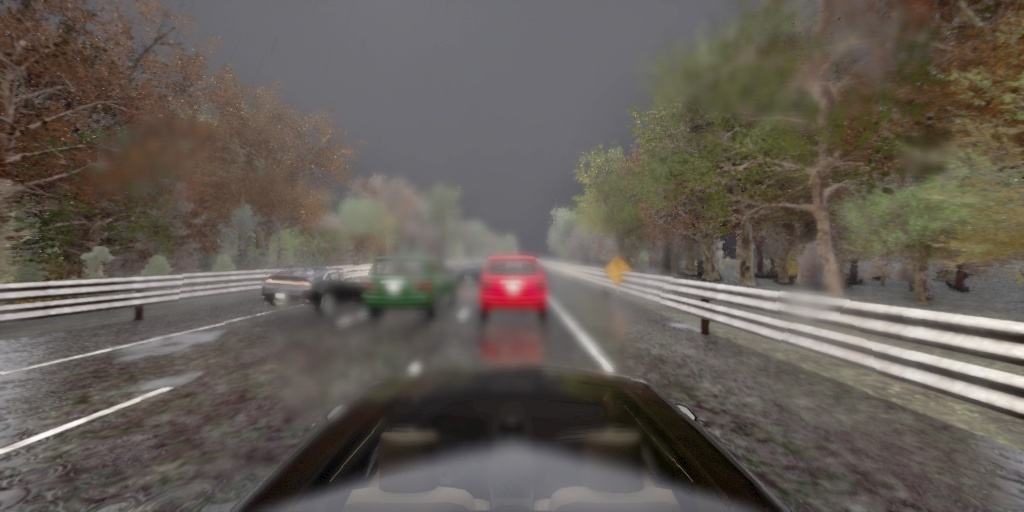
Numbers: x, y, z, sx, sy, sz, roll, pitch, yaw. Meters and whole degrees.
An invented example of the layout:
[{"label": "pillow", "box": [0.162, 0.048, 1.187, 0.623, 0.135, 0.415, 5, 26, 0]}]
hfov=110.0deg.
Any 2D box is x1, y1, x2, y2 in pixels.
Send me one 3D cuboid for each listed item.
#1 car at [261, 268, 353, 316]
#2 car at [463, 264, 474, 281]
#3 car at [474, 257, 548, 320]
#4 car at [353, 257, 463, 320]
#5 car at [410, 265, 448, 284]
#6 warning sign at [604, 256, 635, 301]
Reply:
[{"label": "car", "box": [-6.907, 1.212, 13.335, 2.128, 1.511, 4.902, 4, -4, 2]}, {"label": "car", "box": [-3.190, 1.409, 29.208, 1.837, 1.490, 4.892, 0, 0, 2]}, {"label": "car", "box": [0.093, 1.039, 13.136, 2.150, 2.045, 5.566, 0, 0, 1]}, {"label": "car", "box": [-3.407, 1.039, 13.163, 2.150, 2.045, 5.566, 0, 0, 1]}, {"label": "car", "box": [-6.684, 1.469, 29.390, 1.994, 1.385, 4.181, 0, 0, 2]}, {"label": "warning sign", "box": [4.624, 0.943, 15.350, 1.300, 1.860, 1.060, 0, 0, 1]}]
